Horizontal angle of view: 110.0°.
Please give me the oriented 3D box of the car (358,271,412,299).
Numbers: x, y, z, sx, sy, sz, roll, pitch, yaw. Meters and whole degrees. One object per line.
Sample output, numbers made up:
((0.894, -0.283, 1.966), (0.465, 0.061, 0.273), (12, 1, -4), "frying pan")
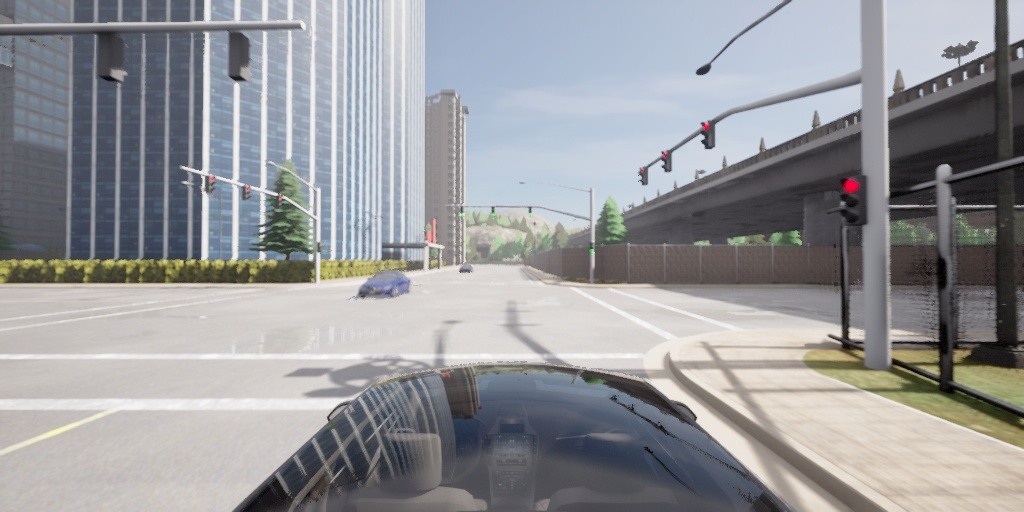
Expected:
((-6.994, 1.583, 20.279), (1.812, 1.442, 4.674), (0, -1, 0), "car")

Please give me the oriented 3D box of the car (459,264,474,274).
((-7.018, 1.970, 55.571), (2.033, 1.411, 5.357), (0, 0, 0), "car")
